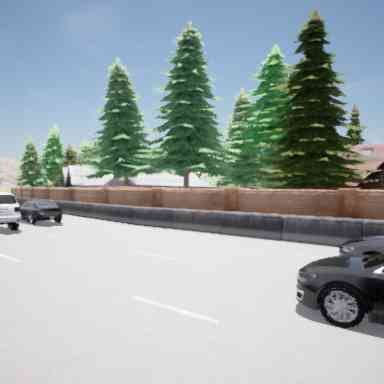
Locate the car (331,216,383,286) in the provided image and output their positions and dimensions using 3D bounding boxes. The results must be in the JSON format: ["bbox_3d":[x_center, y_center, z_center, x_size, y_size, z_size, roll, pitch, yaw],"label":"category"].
[{"bbox_3d":[6.272,1.545,8.193,4.902,1.511,2.128,1,0,36],"label":"car"}]

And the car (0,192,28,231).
[{"bbox_3d":[-11.292,1.014,18.189,5.566,2.045,2.150,1,0,43],"label":"car"}]

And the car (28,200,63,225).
[{"bbox_3d":[-10.348,1.295,22.179,4.892,1.490,1.837,1,0,44],"label":"car"}]

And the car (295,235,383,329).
[{"bbox_3d":[4.194,1.542,5.373,4.892,1.490,1.837,1,0,36],"label":"car"}]
